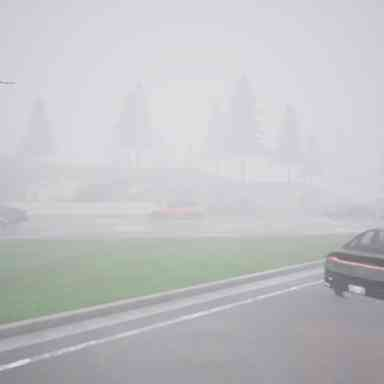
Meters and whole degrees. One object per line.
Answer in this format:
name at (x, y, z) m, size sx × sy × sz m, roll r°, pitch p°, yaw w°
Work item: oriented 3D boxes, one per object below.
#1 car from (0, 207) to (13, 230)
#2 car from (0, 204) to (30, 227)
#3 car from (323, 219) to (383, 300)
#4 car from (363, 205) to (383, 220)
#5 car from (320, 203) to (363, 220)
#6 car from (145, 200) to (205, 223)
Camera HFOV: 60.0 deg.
car at (-12.292, 1.611, 17.212) m, size 4.718 × 1.301 × 1.895 m, roll 0°, pitch 0°, yaw -10°
car at (-12.806, 1.515, 20.713) m, size 4.902 × 1.511 × 2.128 m, roll 0°, pitch 0°, yaw -11°
car at (4.904, 1.550, 7.407) m, size 4.902 × 1.511 × 2.128 m, roll 0°, pitch 0°, yaw -36°
car at (17.227, 1.706, 27.812) m, size 4.902 × 1.511 × 2.128 m, roll 0°, pitch 0°, yaw -23°
car at (14.367, 1.758, 30.382) m, size 5.357 × 1.411 × 2.033 m, roll 0°, pitch 0°, yaw -23°
car at (-1.367, 1.459, 25.985) m, size 4.553 × 1.767 × 2.097 m, roll 0°, pitch 0°, yaw -9°
